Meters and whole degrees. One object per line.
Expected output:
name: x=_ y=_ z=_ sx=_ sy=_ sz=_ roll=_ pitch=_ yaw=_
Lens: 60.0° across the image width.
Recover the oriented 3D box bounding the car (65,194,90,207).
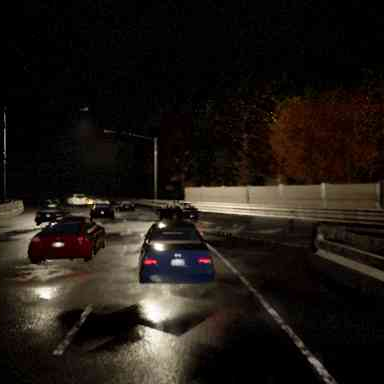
car: x=-18.775 y=1.423 z=54.550 sx=2.150 sy=2.045 sz=5.566 roll=0 pitch=0 yaw=-30

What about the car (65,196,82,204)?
car: x=-24.997 y=1.637 z=69.786 sx=1.812 sy=1.442 sz=4.674 roll=0 pitch=0 yaw=-41

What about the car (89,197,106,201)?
car: x=-14.985 y=1.801 z=54.685 sx=1.895 sy=1.301 sz=4.718 roll=0 pitch=0 yaw=-30

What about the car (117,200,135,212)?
car: x=-8.426 y=1.715 z=41.319 sx=1.994 sy=1.385 sz=4.181 roll=0 pitch=0 yaw=-22

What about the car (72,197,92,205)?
car: x=-21.635 y=1.737 z=65.335 sx=2.128 sy=1.511 sz=4.902 roll=0 pitch=0 yaw=-38

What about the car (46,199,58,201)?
car: x=-23.352 y=1.807 z=55.384 sx=1.895 sy=1.301 sz=4.718 roll=0 pitch=0 yaw=-32

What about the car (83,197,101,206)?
car: x=-18.106 y=1.698 z=59.937 sx=1.882 sy=1.535 sz=5.008 roll=0 pitch=0 yaw=-32

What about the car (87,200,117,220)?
car: x=-7.954 y=1.671 z=29.338 sx=1.994 sy=1.385 sz=4.181 roll=0 pitch=0 yaw=-16

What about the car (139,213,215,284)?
car: x=-0.555 y=1.583 z=9.712 sx=2.033 sy=1.411 sz=5.357 roll=0 pitch=0 yaw=-6

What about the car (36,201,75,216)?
car: x=-10.198 y=1.639 z=24.568 sx=2.033 sy=1.411 sz=5.357 roll=0 pitch=0 yaw=-14

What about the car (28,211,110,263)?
car: x=-4.393 y=1.610 z=12.266 sx=1.994 sy=1.385 sz=4.181 roll=0 pitch=0 yaw=-7

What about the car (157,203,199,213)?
car: x=-1.222 y=1.587 z=26.549 sx=2.128 sy=1.511 sz=4.902 roll=0 pitch=0 yaw=-30
